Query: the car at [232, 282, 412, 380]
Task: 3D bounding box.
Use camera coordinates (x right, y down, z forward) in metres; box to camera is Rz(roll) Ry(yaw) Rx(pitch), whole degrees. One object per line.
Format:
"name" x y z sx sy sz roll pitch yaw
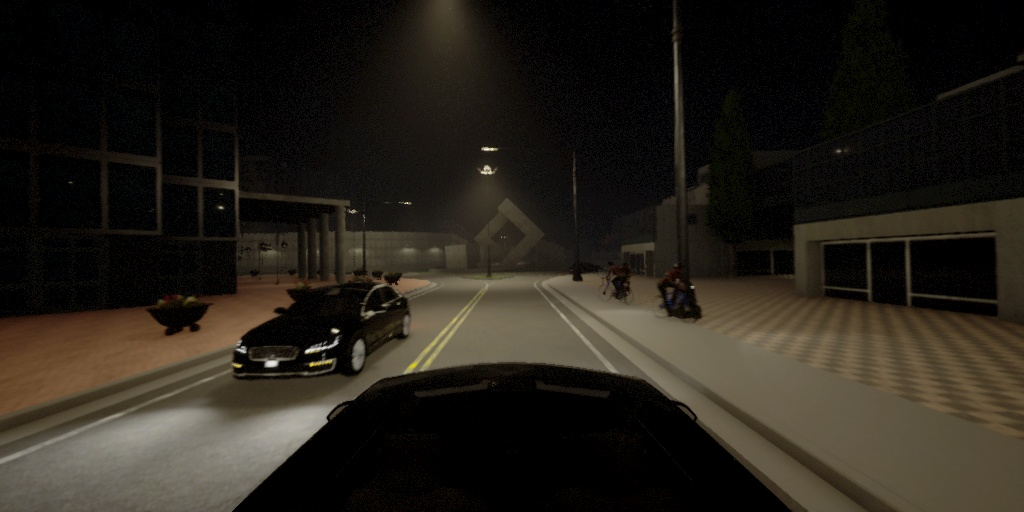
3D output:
"car" -3.596 1.376 7.780 1.837 1.490 4.892 -1 -1 0

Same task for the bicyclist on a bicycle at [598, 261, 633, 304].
"bicyclist on a bicycle" 3.977 1.034 13.932 0.582 1.620 1.656 -4 2 -38

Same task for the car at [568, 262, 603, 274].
"car" 9.206 1.465 44.874 4.892 1.490 1.837 -1 -1 -34

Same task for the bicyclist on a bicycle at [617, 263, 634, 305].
"bicyclist on a bicycle" 4.605 1.084 14.534 0.582 1.620 1.656 -1 -1 18

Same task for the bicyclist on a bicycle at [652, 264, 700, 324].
"bicyclist on a bicycle" 4.587 1.045 10.166 0.582 1.620 1.656 -1 0 -24
